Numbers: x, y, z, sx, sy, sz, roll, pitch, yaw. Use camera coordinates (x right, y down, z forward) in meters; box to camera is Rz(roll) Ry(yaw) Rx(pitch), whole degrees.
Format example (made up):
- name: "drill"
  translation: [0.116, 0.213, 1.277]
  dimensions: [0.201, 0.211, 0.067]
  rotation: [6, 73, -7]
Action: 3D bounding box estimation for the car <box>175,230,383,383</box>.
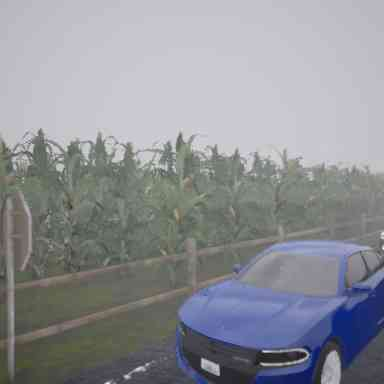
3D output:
- name: "car"
  translation: [1.897, 1.560, 5.297]
  dimensions: [1.882, 1.535, 5.008]
  rotation: [-2, -2, 43]
